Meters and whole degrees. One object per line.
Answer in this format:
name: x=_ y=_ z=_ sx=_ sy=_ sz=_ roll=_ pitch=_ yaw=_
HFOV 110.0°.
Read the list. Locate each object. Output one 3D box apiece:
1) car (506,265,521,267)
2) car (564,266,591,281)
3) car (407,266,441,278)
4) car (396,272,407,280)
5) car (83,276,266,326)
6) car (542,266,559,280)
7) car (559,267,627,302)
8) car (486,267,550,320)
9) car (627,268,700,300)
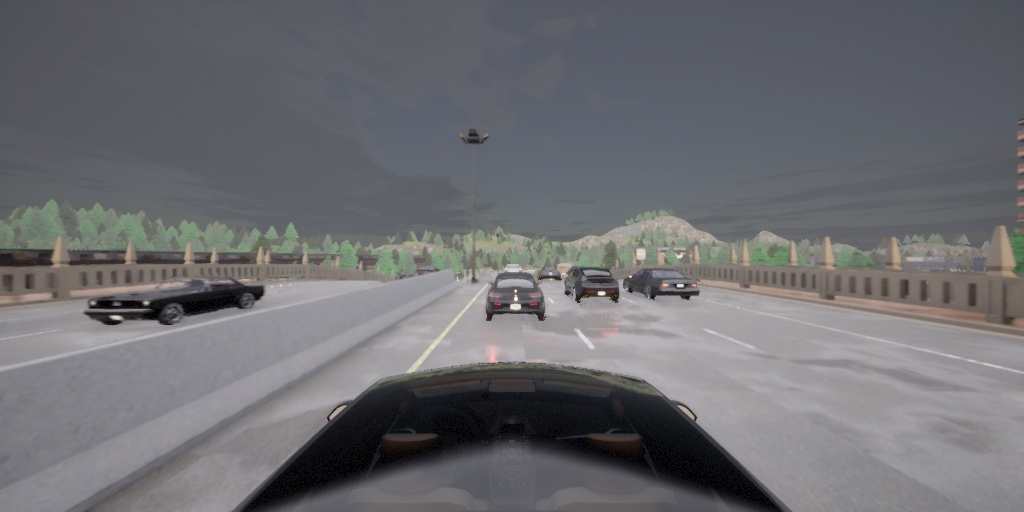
car: x=0.102 y=1.447 z=30.207 sx=1.812 sy=1.442 sz=4.674 roll=0 pitch=-2 yaw=0
car: x=7.102 y=1.946 z=39.512 sx=2.128 sy=1.511 sz=4.902 roll=0 pitch=-4 yaw=0
car: x=-7.092 y=1.497 z=30.518 sx=1.994 sy=1.385 sz=4.181 roll=0 pitch=-2 yaw=0
car: x=-14.072 y=2.841 z=48.157 sx=1.994 sy=1.385 sz=4.181 roll=0 pitch=-7 yaw=0
car: x=-10.599 y=1.351 z=11.826 sx=1.895 sy=1.301 sz=4.718 roll=0 pitch=0 yaw=0
car: x=3.602 y=1.726 z=35.205 sx=1.994 sy=1.385 sz=4.181 roll=0 pitch=-3 yaw=0
car: x=3.600 y=1.256 z=16.825 sx=1.837 sy=1.490 sz=4.892 roll=0 pitch=0 yaw=0
car: x=0.102 y=1.276 z=12.473 sx=1.812 sy=1.442 sz=4.674 roll=0 pitch=0 yaw=0
car: x=7.102 y=1.299 z=17.643 sx=2.033 sy=1.411 sz=5.357 roll=0 pitch=0 yaw=0
